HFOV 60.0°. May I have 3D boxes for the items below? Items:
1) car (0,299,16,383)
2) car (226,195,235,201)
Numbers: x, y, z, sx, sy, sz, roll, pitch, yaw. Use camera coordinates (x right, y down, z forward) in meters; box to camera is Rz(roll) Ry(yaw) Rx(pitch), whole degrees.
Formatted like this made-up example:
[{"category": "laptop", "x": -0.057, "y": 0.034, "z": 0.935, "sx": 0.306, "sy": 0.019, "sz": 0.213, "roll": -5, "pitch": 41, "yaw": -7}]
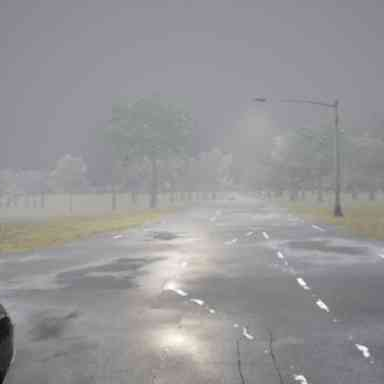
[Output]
[{"category": "car", "x": -3.119, "y": 1.604, "z": 1.846, "sx": 2.128, "sy": 1.511, "sz": 4.902, "roll": -1, "pitch": -2, "yaw": 6}, {"category": "car", "x": 10.169, "y": 1.587, "z": 87.584, "sx": 1.882, "sy": 1.535, "sz": 5.008, "roll": -1, "pitch": 0, "yaw": 15}]
